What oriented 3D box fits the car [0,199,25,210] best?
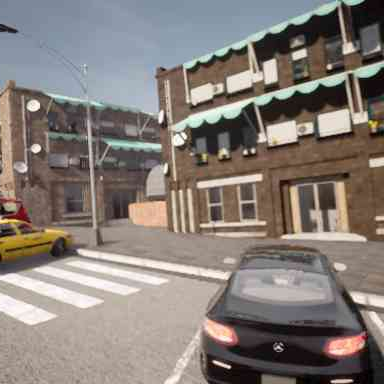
[{"bbox_3d":[-8.473,1.270,12.093,2.435,2.045,5.566,0,-1,15],"label":"car"}]

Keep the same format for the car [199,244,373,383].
[{"bbox_3d":[1.380,1.531,5.123,2.002,1.452,4.674,0,-1,16],"label":"car"}]

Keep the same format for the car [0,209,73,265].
[{"bbox_3d":[-5.948,1.513,10.555,1.946,1.575,5.366,0,-1,15],"label":"car"}]
